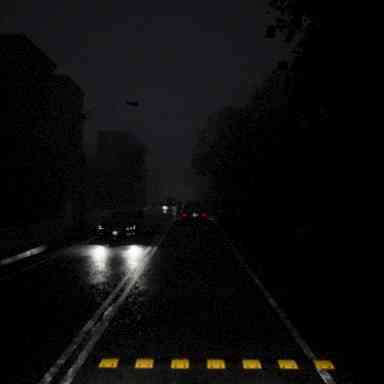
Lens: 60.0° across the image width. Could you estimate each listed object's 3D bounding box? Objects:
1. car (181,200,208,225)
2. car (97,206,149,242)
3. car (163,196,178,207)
[{"bbox_3d":[0.172,1.554,24.216,2.033,1.411,5.357,0,0,0],"label":"car"},{"bbox_3d":[-3.274,1.514,16.653,1.837,1.490,4.892,0,0,0],"label":"car"},{"bbox_3d":[-3.249,1.448,50.623,1.837,1.490,4.892,0,0,0],"label":"car"}]
